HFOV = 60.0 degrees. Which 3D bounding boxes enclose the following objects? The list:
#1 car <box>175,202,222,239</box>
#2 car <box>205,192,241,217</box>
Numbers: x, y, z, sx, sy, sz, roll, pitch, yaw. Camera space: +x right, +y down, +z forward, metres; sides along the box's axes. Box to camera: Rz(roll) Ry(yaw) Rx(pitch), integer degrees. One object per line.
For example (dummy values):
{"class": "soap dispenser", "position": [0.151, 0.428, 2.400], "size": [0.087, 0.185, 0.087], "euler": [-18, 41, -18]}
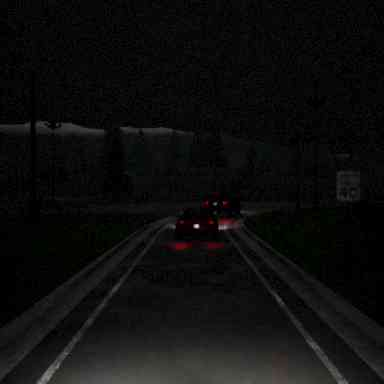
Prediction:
{"class": "car", "position": [0.295, 1.437, 16.487], "size": [1.994, 1.385, 4.181], "euler": [0, 0, 3]}
{"class": "car", "position": [2.675, 1.003, 28.471], "size": [2.150, 2.045, 5.566], "euler": [0, 0, 19]}
